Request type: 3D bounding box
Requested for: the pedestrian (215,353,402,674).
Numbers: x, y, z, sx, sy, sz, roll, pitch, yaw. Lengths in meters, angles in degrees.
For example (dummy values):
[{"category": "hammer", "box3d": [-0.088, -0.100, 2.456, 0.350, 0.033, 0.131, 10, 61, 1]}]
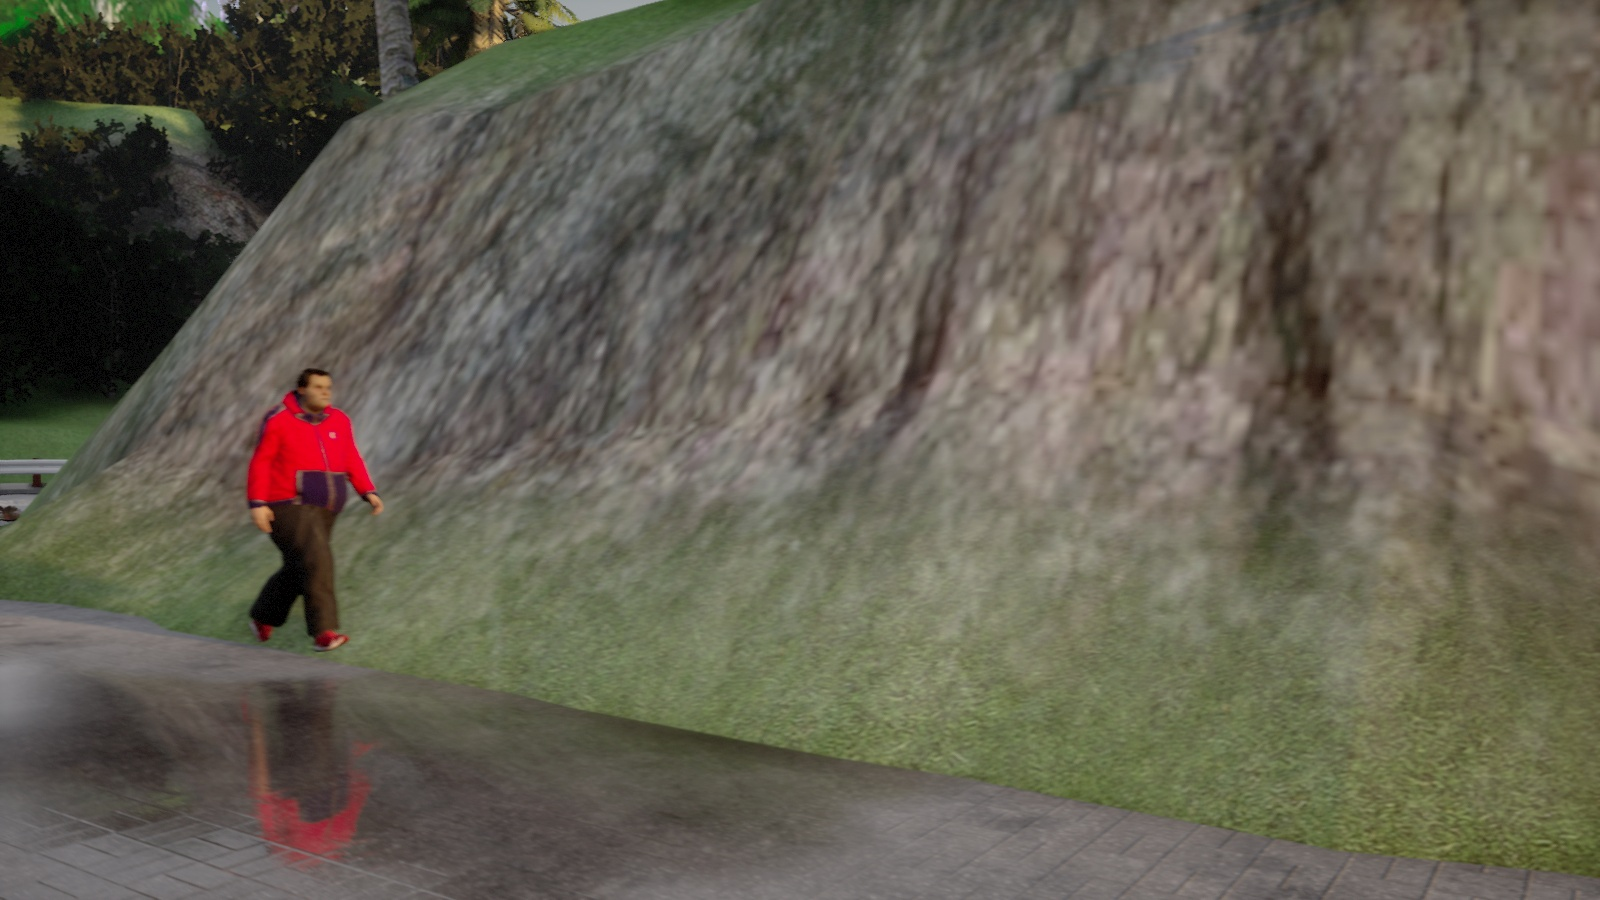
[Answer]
[{"category": "pedestrian", "box3d": [-3.018, 0.363, 7.715, 0.899, 1.844, 0.634, 0, 1, 32]}]
